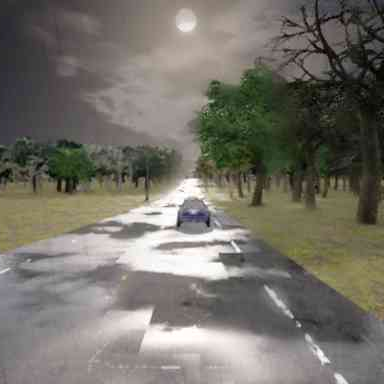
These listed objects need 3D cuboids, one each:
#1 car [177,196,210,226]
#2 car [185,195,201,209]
[{"bbox_3d":[0.096,1.245,22.392,2.097,1.767,4.553,0,0,0],"label":"car"},{"bbox_3d":[0.092,1.235,42.327,1.882,1.535,5.008,0,0,0],"label":"car"}]
